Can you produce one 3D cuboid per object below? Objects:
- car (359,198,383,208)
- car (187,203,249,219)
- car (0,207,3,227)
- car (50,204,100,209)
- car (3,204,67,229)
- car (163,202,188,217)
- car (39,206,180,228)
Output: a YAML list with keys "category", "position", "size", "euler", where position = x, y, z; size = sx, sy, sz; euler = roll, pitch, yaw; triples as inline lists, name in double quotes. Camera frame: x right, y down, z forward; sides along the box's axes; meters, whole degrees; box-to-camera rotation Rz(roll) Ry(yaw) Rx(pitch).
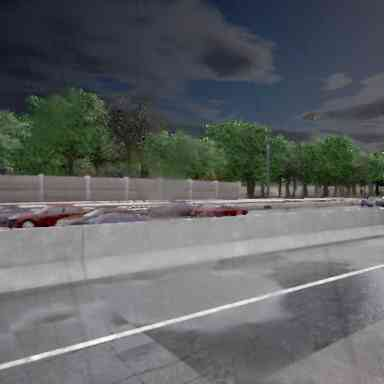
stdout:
- category: "car"
  position: [26.481, 1.585, 48.287]
  size: [5.357, 1.411, 2.033]
  euler: [0, 0, -34]
- category: "car"
  position: [2.303, 1.600, 27.077]
  size: [4.718, 1.301, 1.895]
  euler: [0, 0, -35]
- category: "car"
  position: [-11.559, 1.560, 20.646]
  size: [4.181, 1.385, 1.994]
  euler: [0, 0, -39]
- category: "car"
  position: [-4.763, 1.522, 17.779]
  size: [4.674, 1.442, 1.812]
  euler: [0, 0, -35]
- category: "car"
  position: [-8.073, 1.474, 19.699]
  size: [5.008, 1.535, 1.882]
  euler: [0, 0, -35]
- category: "car"
  position: [-1.335, 1.545, 28.629]
  size: [5.357, 1.411, 2.033]
  euler: [0, 0, -37]
- category: "car"
  position: [-3.429, 1.544, 14.436]
  size: [5.357, 1.411, 2.033]
  euler: [0, 0, -35]
